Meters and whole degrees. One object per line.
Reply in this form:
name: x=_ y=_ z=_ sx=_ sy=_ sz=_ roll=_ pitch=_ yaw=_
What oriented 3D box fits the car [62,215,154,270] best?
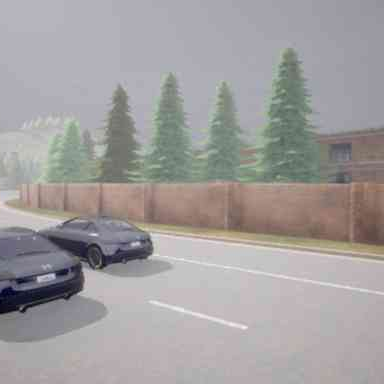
car: x=-3.204 y=1.423 z=10.651 sx=4.181 sy=1.385 sz=1.994 roll=1 pitch=1 yaw=37

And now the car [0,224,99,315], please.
car: x=-4.159 y=1.444 z=7.006 sx=4.181 sy=1.385 sz=1.994 roll=1 pitch=1 yaw=36
